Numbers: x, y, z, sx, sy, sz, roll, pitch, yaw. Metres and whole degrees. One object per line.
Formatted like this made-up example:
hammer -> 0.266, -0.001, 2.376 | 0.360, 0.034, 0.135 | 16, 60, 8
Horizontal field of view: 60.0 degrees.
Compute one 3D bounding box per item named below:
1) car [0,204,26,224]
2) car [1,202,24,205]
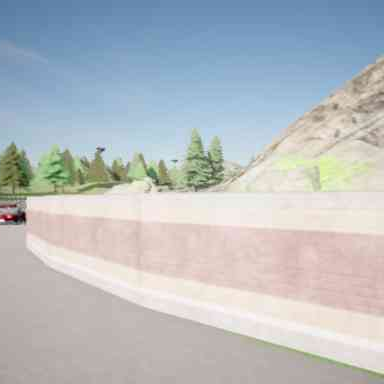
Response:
car -> -15.920, 2.089, 30.261 | 1.895, 1.301, 4.718 | 1, 0, 0
car -> -30.760, 2.327, 57.371 | 1.895, 1.301, 4.718 | -1, 0, 23
